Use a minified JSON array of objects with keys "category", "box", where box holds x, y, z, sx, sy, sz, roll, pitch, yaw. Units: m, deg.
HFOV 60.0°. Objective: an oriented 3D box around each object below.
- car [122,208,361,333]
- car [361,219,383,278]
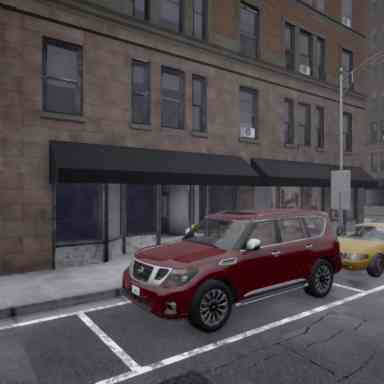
[{"category":"car","box":[1.112,1.314,6.990,5.009,1.841,2.192,0,0,-35]},{"category":"car","box":[5.597,1.524,10.185,4.829,1.417,1.752,0,0,-35]}]
